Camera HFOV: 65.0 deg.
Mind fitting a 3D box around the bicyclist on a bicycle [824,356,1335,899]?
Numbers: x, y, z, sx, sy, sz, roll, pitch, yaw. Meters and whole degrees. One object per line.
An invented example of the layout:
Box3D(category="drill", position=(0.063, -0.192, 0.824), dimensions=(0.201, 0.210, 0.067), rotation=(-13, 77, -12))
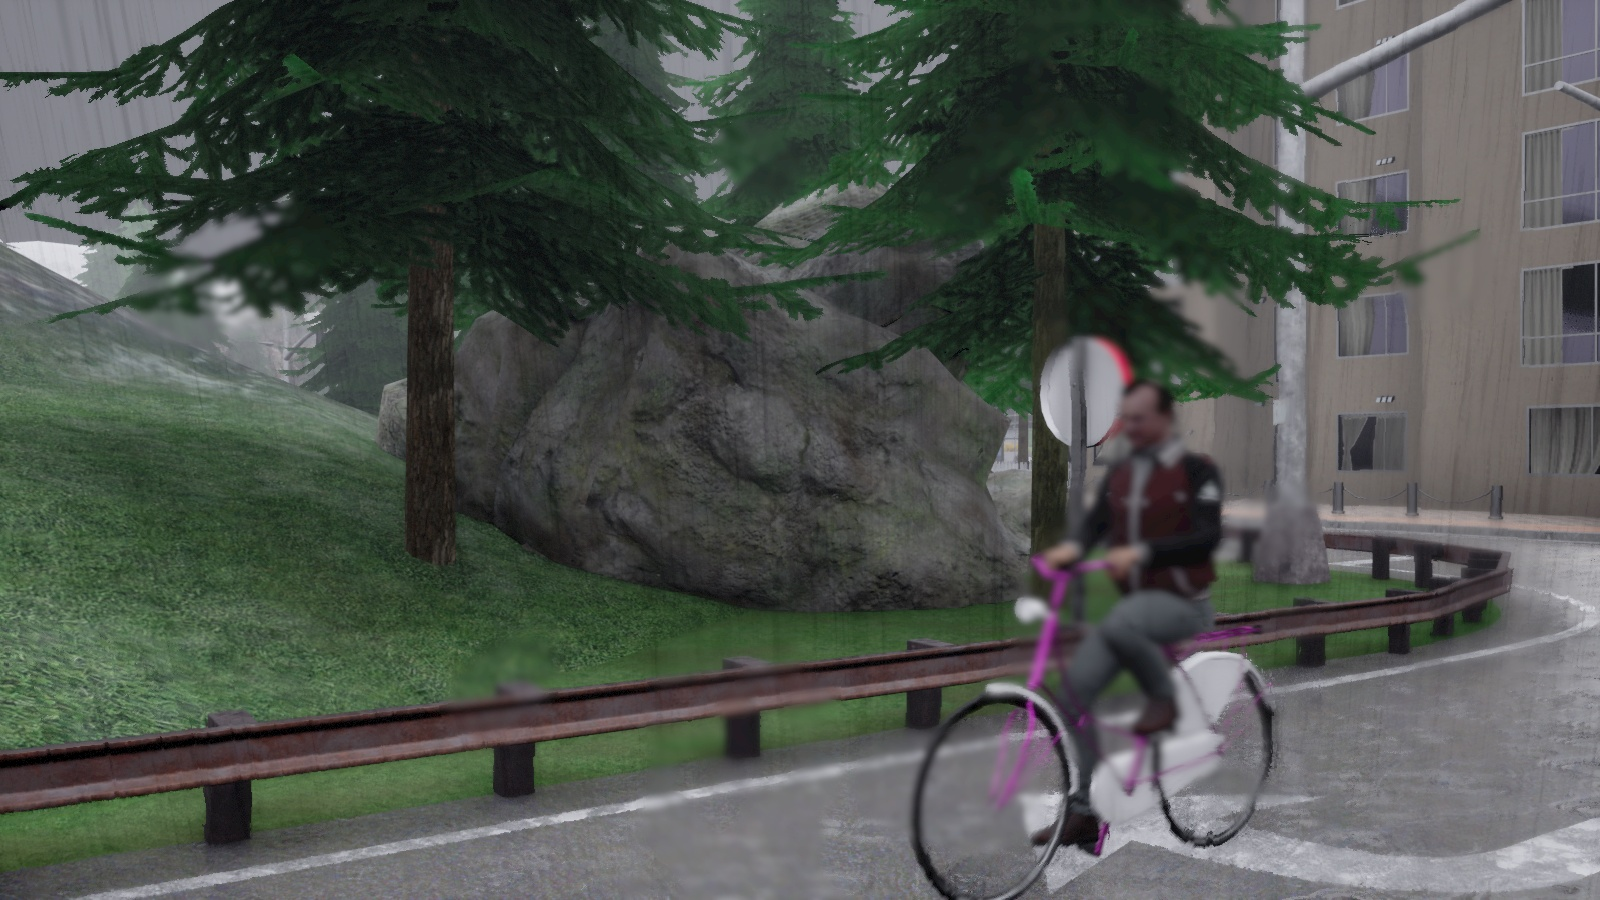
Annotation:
Box3D(category="bicyclist on a bicycle", position=(1.024, 0.624, 4.369), dimensions=(1.843, 1.776, 0.659), rotation=(0, 0, -35))
